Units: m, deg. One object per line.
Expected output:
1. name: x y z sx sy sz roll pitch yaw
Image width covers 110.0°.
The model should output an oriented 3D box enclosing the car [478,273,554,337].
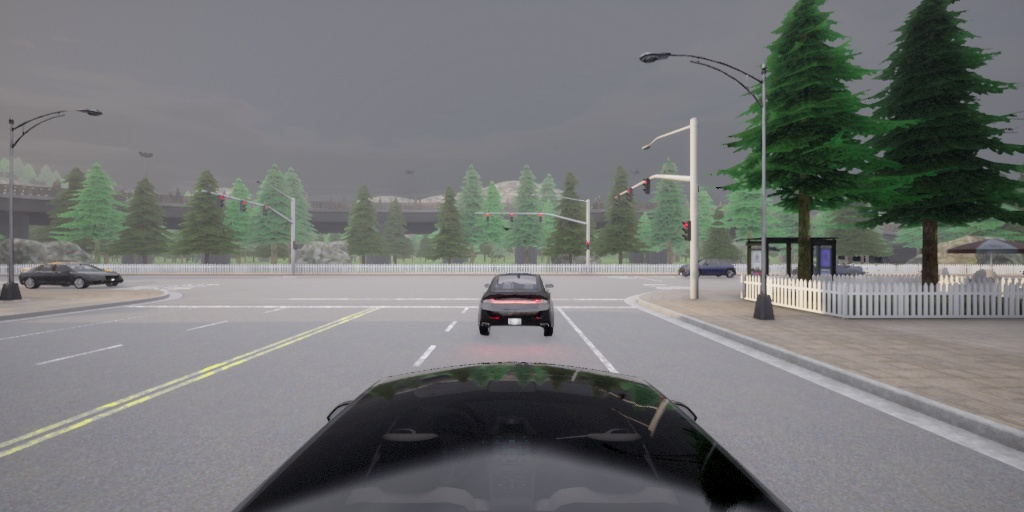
1. car: 0.180 1.239 10.372 2.128 1.511 4.902 0 0 3

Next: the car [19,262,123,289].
1. car: -26.754 1.194 21.839 4.892 1.490 1.837 0 0 0

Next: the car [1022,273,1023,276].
1. car: 46.278 1.234 29.298 5.357 1.411 2.033 0 0 20

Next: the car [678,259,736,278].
1. car: 17.514 1.038 32.366 4.553 1.767 2.097 0 0 0

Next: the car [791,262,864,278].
1. car: 28.349 1.234 32.264 5.357 1.411 2.033 0 0 1
